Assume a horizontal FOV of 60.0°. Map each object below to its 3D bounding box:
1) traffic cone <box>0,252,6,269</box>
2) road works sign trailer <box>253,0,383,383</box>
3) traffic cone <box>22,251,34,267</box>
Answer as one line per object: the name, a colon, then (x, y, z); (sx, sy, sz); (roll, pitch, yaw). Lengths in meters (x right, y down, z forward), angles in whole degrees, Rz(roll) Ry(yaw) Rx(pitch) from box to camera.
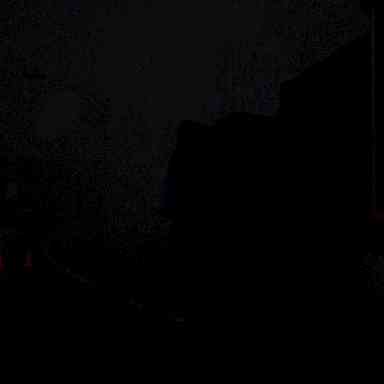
traffic cone: (-7.012, 2.495, 12.134); (0.340, 0.580, 0.340); (5, -5, -44)
road works sign trailer: (1.693, 0.671, 2.526); (2.380, 3.560, 2.880); (5, -5, -44)
traffic cone: (-6.294, 2.561, 12.827); (0.340, 0.580, 0.340); (5, -5, -44)
